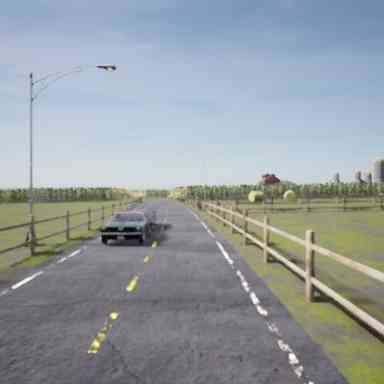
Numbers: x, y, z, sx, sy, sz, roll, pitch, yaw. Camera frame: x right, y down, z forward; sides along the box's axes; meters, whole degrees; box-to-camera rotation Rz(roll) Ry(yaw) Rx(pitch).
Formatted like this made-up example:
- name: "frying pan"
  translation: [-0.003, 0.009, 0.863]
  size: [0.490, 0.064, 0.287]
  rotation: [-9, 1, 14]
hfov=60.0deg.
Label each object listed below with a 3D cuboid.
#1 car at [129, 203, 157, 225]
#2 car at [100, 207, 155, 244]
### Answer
- name: "car"
  translation: [-3.253, 1.492, 20.952]
  size: [2.128, 1.511, 4.902]
  rotation: [0, 0, -2]
- name: "car"
  translation: [-3.032, 1.613, 16.029]
  size: [1.895, 1.301, 4.718]
  rotation: [0, 0, -2]
